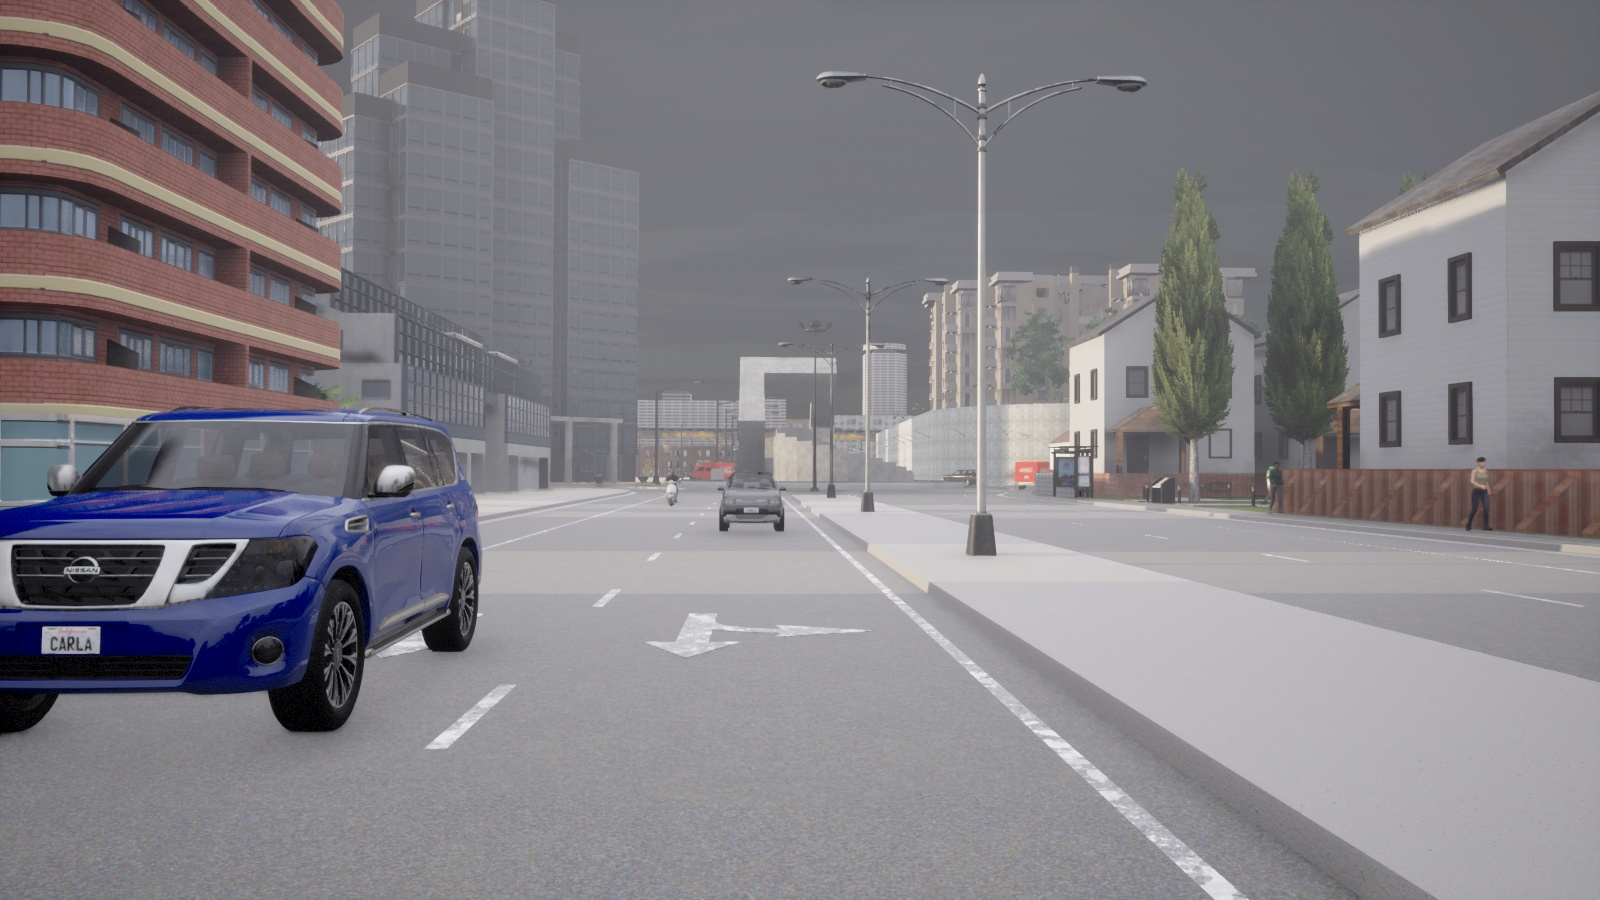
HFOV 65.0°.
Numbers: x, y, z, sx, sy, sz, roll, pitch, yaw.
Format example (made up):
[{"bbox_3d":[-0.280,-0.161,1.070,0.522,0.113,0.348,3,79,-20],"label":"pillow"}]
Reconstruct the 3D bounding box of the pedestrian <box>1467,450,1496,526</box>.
[{"bbox_3d":[16.544,0.914,30.473,0.345,1.836,0.594,0,-1,-1],"label":"pedestrian"}]

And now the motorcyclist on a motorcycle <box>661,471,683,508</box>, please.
[{"bbox_3d":[-5.589,1.710,54.913,0.866,1.590,1.817,0,-1,-2],"label":"motorcyclist on a motorcycle"}]

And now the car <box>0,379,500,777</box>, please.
[{"bbox_3d":[-3.854,0.705,9.264,2.150,2.045,5.566,0,-1,-2],"label":"car"}]

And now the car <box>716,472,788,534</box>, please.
[{"bbox_3d":[-1.255,1.352,33.052,1.789,1.549,3.705,0,-1,-2],"label":"car"}]

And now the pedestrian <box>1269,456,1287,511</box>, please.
[{"bbox_3d":[16.178,1.117,42.536,0.353,1.847,0.614,0,-1,-2],"label":"pedestrian"}]
